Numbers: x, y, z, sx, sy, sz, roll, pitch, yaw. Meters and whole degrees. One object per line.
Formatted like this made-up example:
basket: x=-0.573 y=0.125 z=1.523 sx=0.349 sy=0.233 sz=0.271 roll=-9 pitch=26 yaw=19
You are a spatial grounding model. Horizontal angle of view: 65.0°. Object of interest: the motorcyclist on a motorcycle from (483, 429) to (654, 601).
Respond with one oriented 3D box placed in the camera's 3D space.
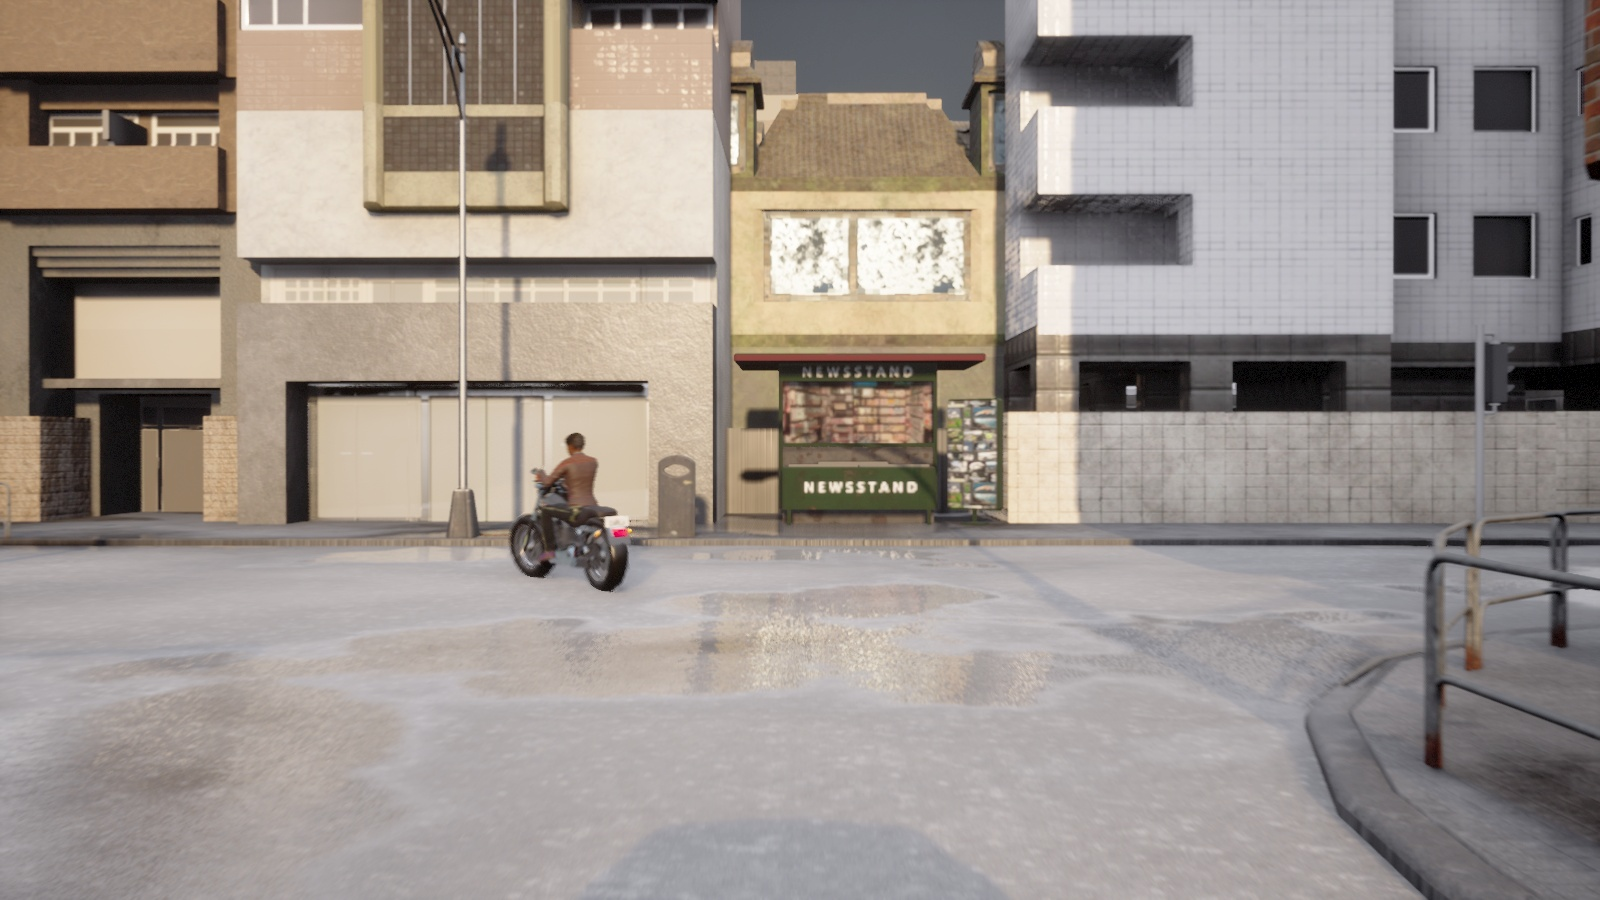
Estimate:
motorcyclist on a motorcycle: x=-2.489 y=0.621 z=13.254 sx=0.766 sy=1.649 sz=2.350 roll=-2 pitch=1 yaw=-37
